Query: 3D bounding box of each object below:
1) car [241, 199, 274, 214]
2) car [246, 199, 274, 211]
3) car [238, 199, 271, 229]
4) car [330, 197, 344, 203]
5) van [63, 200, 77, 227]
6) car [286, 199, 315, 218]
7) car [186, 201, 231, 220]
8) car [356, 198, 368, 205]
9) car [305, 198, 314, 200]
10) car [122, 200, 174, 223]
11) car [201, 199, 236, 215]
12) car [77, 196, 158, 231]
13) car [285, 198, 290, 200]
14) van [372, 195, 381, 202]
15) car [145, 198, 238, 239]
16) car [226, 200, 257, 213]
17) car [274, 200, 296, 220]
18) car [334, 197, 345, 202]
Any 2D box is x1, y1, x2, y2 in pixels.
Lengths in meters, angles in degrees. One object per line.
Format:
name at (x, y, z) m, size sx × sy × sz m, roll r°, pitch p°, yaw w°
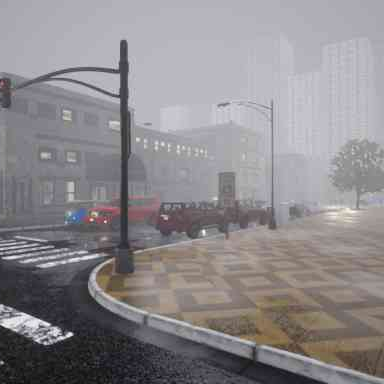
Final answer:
car at (7.627, 1.640, 38.330) m, size 1.837 × 1.490 × 4.892 m, roll 0°, pitch 0°, yaw 36°
car at (9.285, 1.723, 45.172) m, size 2.008 × 1.369 × 4.403 m, roll -1°, pitch -1°, yaw 35°
car at (3.333, 1.368, 22.306) m, size 2.192 × 1.841 × 5.009 m, roll -1°, pitch -1°, yaw 35°
car at (34.858, 1.915, 81.214) m, size 2.008 × 1.369 × 4.403 m, roll -1°, pitch -1°, yaw 35°
van at (-6.699, 1.414, 22.648) m, size 1.690 × 1.788 × 3.998 m, roll -1°, pitch 0°, yaw 35°
car at (9.728, 1.657, 31.315) m, size 1.947 × 1.339 × 4.313 m, roll -1°, pitch -1°, yaw 35°
car at (1.592, 1.622, 29.835) m, size 1.812 × 1.442 × 4.674 m, roll 0°, pitch 0°, yaw 36°
car at (32.104, 1.801, 62.851) m, size 2.008 × 1.369 × 4.403 m, roll -1°, pitch -1°, yaw 35°
car at (22.072, 1.816, 63.194) m, size 2.008 × 1.369 × 4.403 m, roll -1°, pitch -1°, yaw 35°
car at (-3.502, 1.531, 27.152) m, size 1.967 × 1.590 × 4.097 m, roll -1°, pitch -1°, yaw 35°
car at (2.892, 1.570, 36.164) m, size 1.967 × 1.590 × 4.097 m, roll -1°, pitch -1°, yaw 35°
car at (-4.246, 1.285, 21.626) m, size 2.150 × 2.045 × 5.566 m, roll 0°, pitch 0°, yaw 35°
car at (15.579, 1.742, 54.044) m, size 1.752 × 1.417 × 4.829 m, roll -1°, pitch -1°, yaw 35°
van at (44.890, 1.694, 80.875) m, size 1.690 × 1.788 × 3.998 m, roll -1°, pitch -1°, yaw 35°
car at (0.137, 1.350, 17.801) m, size 2.192 × 1.841 × 5.009 m, roll -1°, pitch -1°, yaw 35°
car at (6.088, 1.701, 40.667) m, size 2.008 × 1.369 × 4.403 m, roll -1°, pitch -1°, yaw 35°
car at (6.531, 1.616, 26.810) m, size 1.887 × 1.381 × 4.507 m, roll -1°, pitch -1°, yaw 35°
car at (38.055, 1.936, 85.719) m, size 1.887 × 1.381 × 4.507 m, roll -1°, pitch -1°, yaw 35°
